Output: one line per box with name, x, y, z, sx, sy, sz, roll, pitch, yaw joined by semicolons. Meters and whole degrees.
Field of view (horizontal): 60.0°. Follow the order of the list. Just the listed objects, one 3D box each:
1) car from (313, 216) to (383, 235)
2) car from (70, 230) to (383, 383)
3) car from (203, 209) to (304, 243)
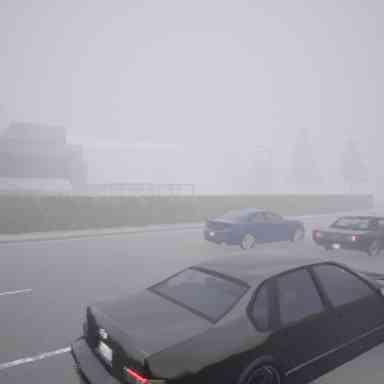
car;6.862;1.601;12.939;4.718;1.301;1.895;0;0;-35
car;1.219;1.547;4.614;5.357;1.411;2.033;0;0;-35
car;2.778;1.477;14.324;5.008;1.535;1.882;0;0;-35
